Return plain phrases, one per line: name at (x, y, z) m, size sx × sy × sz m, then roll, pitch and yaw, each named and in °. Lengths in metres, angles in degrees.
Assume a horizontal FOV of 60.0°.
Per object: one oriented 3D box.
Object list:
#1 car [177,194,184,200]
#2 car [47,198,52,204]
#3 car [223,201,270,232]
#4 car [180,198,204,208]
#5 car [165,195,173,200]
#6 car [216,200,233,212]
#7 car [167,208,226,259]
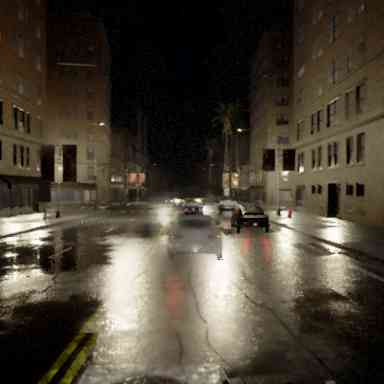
car at (-3.198, 1.385, 93.743) m, size 2.097 × 1.767 × 4.553 m, roll 0°, pitch 0°, yaw 0°
car at (-23.859, 1.114, 50.311) m, size 5.009 × 1.841 × 2.192 m, roll 0°, pitch 0°, yaw -9°
car at (3.338, 1.498, 19.926) m, size 2.128 × 1.511 × 4.902 m, roll 0°, pitch 0°, yaw 0°
car at (0.117, 1.561, 30.771) m, size 2.033 × 1.411 × 5.357 m, roll 0°, pitch 0°, yaw 0°
car at (-6.449, 1.624, 93.684) m, size 1.895 × 1.301 × 4.718 m, roll 0°, pitch 0°, yaw 0°
car at (3.267, 1.505, 30.322) m, size 2.128 × 1.511 × 4.902 m, roll 0°, pitch 0°, yaw 0°
car at (0.107, 1.528, 12.404) m, size 1.812 × 1.442 × 4.674 m, roll 0°, pitch 0°, yaw 0°
